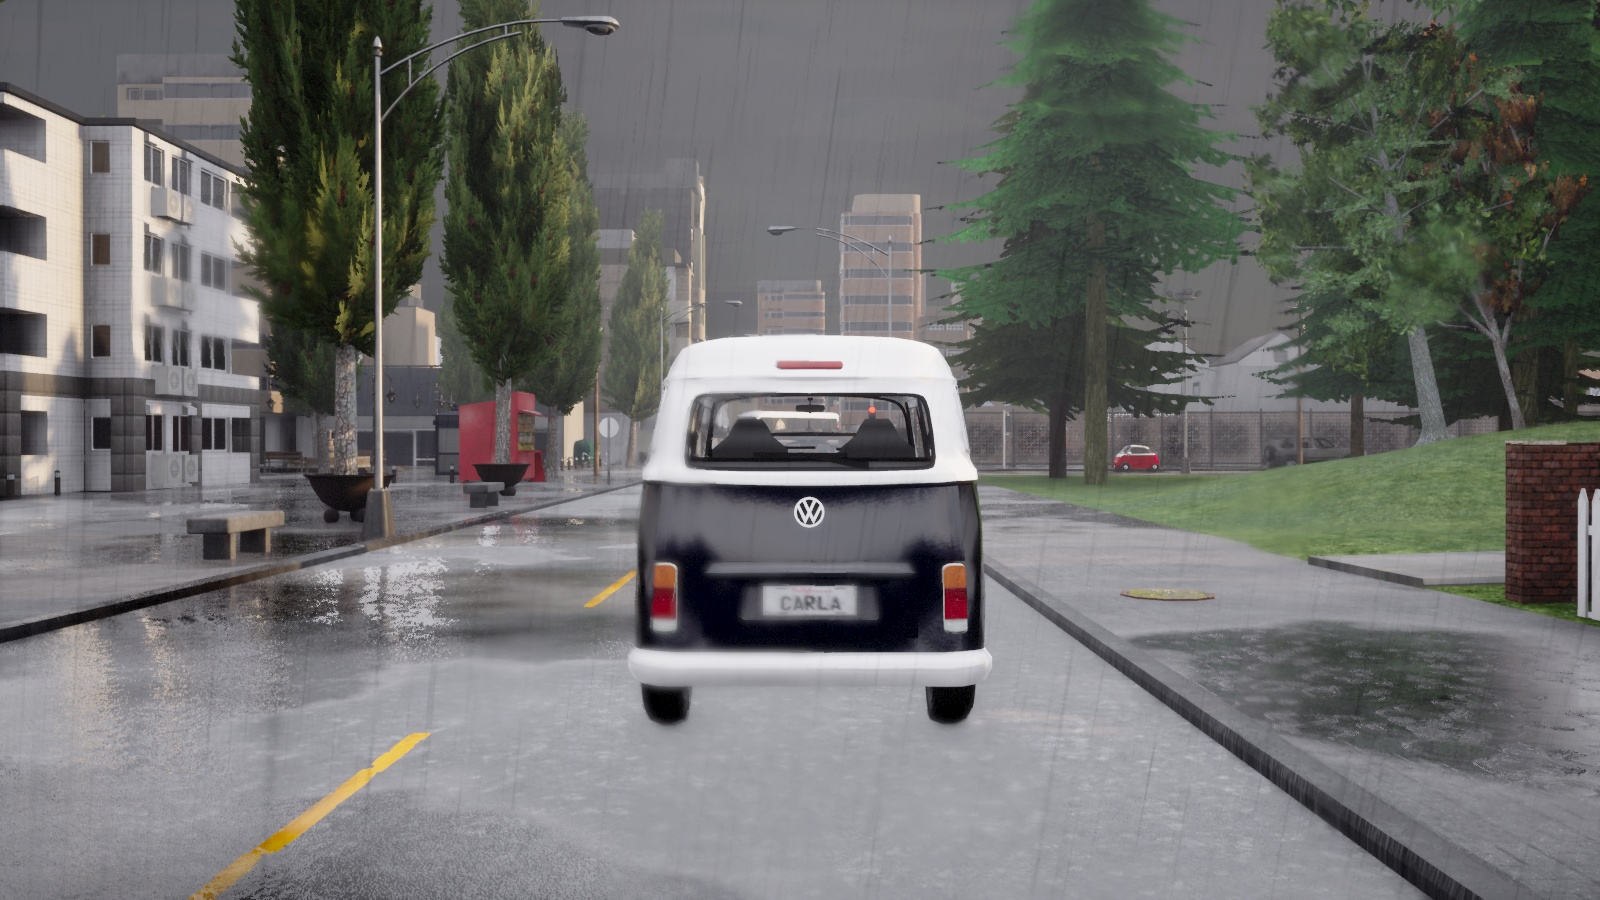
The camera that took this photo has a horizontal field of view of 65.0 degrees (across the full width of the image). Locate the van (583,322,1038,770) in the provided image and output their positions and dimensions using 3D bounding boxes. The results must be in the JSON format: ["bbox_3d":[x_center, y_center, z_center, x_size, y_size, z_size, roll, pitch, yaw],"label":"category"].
[{"bbox_3d":[0.064,0.425,7.961,2.069,2.038,4.480,0,0,0],"label":"van"}]

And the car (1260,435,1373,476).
[{"bbox_3d":[24.684,0.246,60.137,4.605,1.855,1.932,-1,0,0],"label":"car"}]

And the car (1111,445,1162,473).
[{"bbox_3d":[17.163,0.453,64.179,2.207,1.376,1.481,0,0,0],"label":"car"}]
